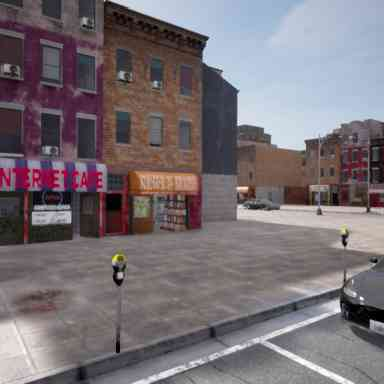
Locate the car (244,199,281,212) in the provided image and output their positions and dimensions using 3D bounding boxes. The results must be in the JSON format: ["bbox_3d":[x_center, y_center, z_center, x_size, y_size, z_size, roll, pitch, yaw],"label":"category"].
[{"bbox_3d":[8.324,1.566,39.716,1.837,1.490,4.892,1,0,-35],"label":"car"}]

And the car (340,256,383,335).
[{"bbox_3d":[4.467,1.567,5.979,4.313,1.339,1.947,0,0,-35],"label":"car"}]
